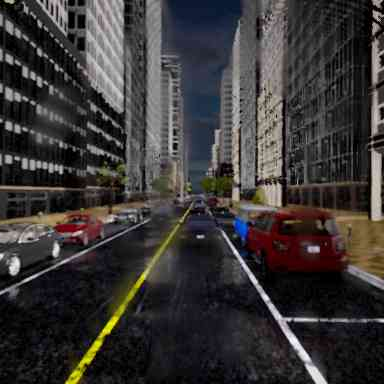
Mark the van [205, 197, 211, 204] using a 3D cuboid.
[{"bbox_3d":[4.518,2.380,95.313,1.690,1.788,3.998,0,-1,1],"label":"van"}]

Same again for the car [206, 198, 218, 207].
[{"bbox_3d":[3.965,2.051,66.903,2.192,1.841,5.009,0,-1,1],"label":"car"}]

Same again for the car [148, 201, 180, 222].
[{"bbox_3d":[-2.494,1.861,30.114,2.033,1.411,5.357,0,-1,2],"label":"car"}]

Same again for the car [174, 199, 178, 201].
[{"bbox_3d":[-4.416,2.222,66.893,1.752,1.417,4.829,0,-1,1],"label":"car"}]

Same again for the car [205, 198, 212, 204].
[{"bbox_3d":[4.407,2.419,89.630,1.967,1.590,4.097,0,-1,1],"label":"car"}]

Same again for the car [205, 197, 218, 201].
[{"bbox_3d":[3.854,1.990,61.220,2.192,1.841,5.009,0,-1,1],"label":"car"}]

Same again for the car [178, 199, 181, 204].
[{"bbox_3d":[-4.192,2.386,78.427,1.947,1.339,4.313,0,-1,1],"label":"car"}]

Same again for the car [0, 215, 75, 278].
[{"bbox_3d":[-5.519,1.637,10.240,2.008,1.369,4.403,0,-1,1],"label":"car"}]

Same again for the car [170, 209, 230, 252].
[{"bbox_3d":[0.366,1.707,14.596,2.033,1.411,5.357,0,-1,1],"label":"car"}]

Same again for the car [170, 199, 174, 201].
[{"bbox_3d":[-4.634,2.017,55.699,1.967,1.590,4.097,0,-1,1],"label":"car"}]

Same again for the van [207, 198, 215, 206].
[{"bbox_3d":[4.076,2.138,72.584,1.690,1.788,3.998,0,-1,1],"label":"van"}]

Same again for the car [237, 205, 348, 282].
[{"bbox_3d":[2.859,1.438,10.080,2.192,1.841,5.009,0,-1,1],"label":"car"}]

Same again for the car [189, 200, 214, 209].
[{"bbox_3d":[0.722,1.849,32.814,2.128,1.511,4.902,0,-1,1],"label":"car"}]

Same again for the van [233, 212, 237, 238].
[{"bbox_3d":[2.970,1.526,15.762,1.690,1.788,3.998,0,-1,1],"label":"van"}]

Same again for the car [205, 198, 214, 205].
[{"bbox_3d":[4.187,2.298,78.265,1.967,1.590,4.097,0,-1,1],"label":"car"}]

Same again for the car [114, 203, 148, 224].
[{"bbox_3d":[-5.187,1.821,27.287,2.008,1.369,4.403,0,-1,1],"label":"car"}]

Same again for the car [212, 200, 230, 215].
[{"bbox_3d":[3.414,1.981,38.488,2.008,1.369,4.403,0,-1,1],"label":"car"}]

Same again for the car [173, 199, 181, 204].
[{"bbox_3d":[-3.970,2.492,89.792,2.008,1.369,4.403,0,-1,1],"label":"car"}]

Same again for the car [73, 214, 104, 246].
[{"bbox_3d":[-5.407,1.729,15.922,1.802,1.307,4.206,0,-1,1],"label":"car"}]
